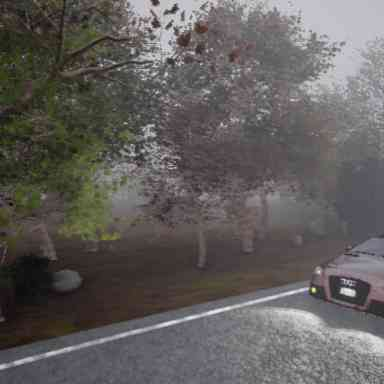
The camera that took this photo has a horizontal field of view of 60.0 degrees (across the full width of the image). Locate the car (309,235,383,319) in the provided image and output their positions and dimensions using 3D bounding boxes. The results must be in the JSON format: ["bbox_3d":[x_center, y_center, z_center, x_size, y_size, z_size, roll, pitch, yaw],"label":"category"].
[{"bbox_3d":[4.427,1.662,7.136,4.181,1.385,1.994,2,-1,-35],"label":"car"}]
